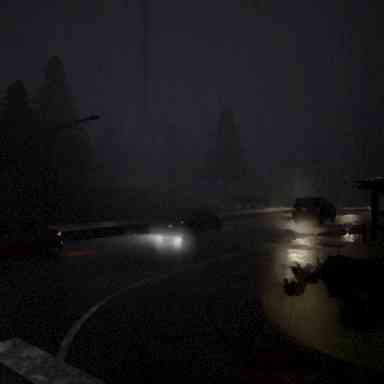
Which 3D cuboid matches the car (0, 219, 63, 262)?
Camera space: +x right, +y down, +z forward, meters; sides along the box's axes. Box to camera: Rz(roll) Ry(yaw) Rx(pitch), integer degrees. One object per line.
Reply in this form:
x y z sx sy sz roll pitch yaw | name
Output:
-6.296 1.556 10.545 1.994 1.385 4.181 0 0 34 | car

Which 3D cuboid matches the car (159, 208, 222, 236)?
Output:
0.002 1.641 19.315 1.994 1.385 4.181 0 0 36 | car

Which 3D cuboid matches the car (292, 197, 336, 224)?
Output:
9.851 1.410 26.686 2.150 2.045 5.566 0 0 36 | car
